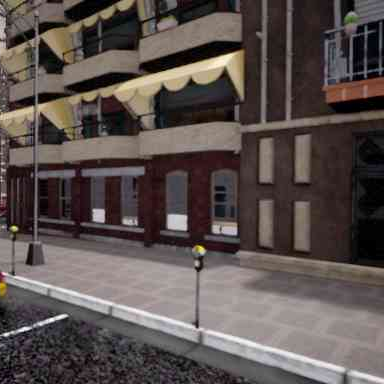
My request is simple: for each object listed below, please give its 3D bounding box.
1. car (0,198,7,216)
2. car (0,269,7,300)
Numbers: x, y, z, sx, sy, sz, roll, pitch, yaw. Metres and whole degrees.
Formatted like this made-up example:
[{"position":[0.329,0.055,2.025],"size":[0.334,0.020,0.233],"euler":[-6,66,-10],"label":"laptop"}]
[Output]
[{"position":[-18.569,1.468,31.528],"size":[2.192,1.841,5.009],"euler":[0,0,36],"label":"car"},{"position":[-5.699,1.557,6.926],"size":[4.829,1.417,1.752],"euler":[0,1,36],"label":"car"}]
